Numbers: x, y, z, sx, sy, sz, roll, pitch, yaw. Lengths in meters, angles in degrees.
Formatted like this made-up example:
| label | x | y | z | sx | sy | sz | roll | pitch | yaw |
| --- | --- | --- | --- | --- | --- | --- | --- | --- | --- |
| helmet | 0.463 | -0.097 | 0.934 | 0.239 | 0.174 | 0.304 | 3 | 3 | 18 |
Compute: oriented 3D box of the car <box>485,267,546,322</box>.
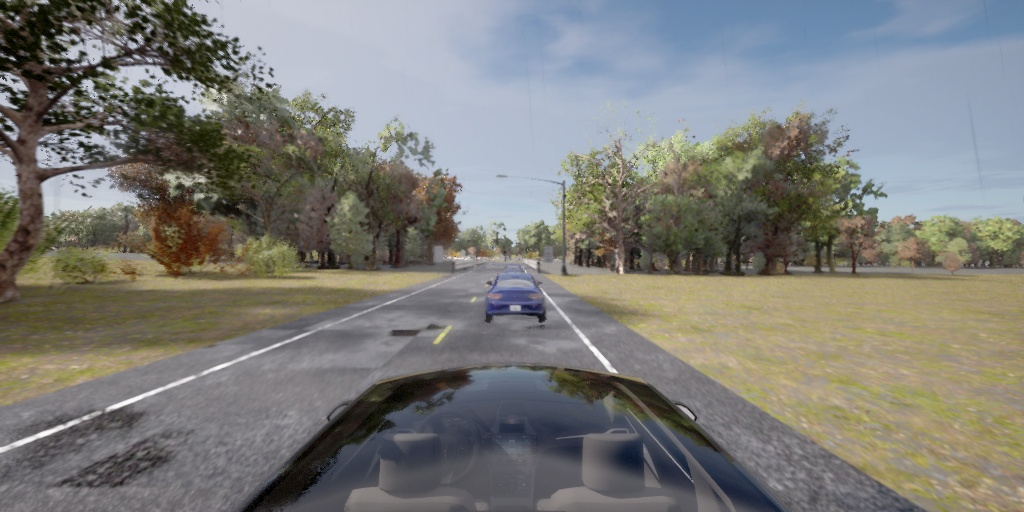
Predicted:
| label | x | y | z | sx | sy | sz | roll | pitch | yaw |
| --- | --- | --- | --- | --- | --- | --- | --- | --- | --- |
| car | 0.099 | 1.277 | 12.188 | 1.812 | 1.442 | 4.674 | 0 | 0 | 0 |

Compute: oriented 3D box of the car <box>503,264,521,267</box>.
| label | x | y | z | sx | sy | sz | roll | pitch | yaw |
| --- | --- | --- | --- | --- | --- | --- | --- | --- | --- |
| car | 0.092 | 1.319 | 29.048 | 1.994 | 1.385 | 4.181 | 0 | 0 | 0 |
